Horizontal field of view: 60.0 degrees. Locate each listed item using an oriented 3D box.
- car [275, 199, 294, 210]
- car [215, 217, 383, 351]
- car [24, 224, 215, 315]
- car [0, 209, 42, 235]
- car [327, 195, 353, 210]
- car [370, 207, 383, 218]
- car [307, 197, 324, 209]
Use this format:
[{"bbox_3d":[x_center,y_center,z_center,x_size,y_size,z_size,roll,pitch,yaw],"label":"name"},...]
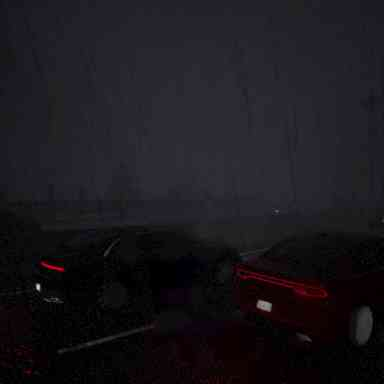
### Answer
[{"bbox_3d":[12.887,1.698,46.135,1.812,1.442,4.674,0,-1,27],"label":"car"},{"bbox_3d":[2.954,1.481,6.346,5.008,1.535,1.882,0,0,-39],"label":"car"},{"bbox_3d":[-0.946,1.519,7.682,4.892,1.490,1.837,0,0,-38],"label":"car"},{"bbox_3d":[-9.323,1.546,14.709,4.892,1.490,1.837,0,0,-37],"label":"car"},{"bbox_3d":[19.137,1.351,42.936,2.150,2.045,5.566,0,0,28],"label":"car"},{"bbox_3d":[12.240,1.589,20.277,1.994,1.385,4.181,0,0,41],"label":"car"},{"bbox_3d":[17.633,1.769,47.743,1.895,1.301,4.718,0,0,25],"label":"car"}]
